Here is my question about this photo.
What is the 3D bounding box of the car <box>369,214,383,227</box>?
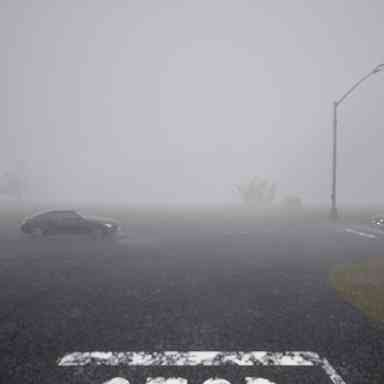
[{"bbox_3d":[15.131,1.823,23.409,4.892,1.490,1.837,-1,0,0],"label":"car"}]

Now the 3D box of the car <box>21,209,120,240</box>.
[{"bbox_3d":[-5.969,1.563,16.552,4.674,1.442,1.812,0,0,0],"label":"car"}]
